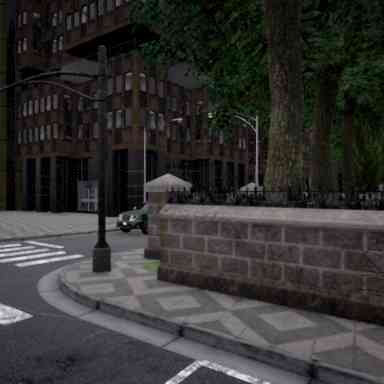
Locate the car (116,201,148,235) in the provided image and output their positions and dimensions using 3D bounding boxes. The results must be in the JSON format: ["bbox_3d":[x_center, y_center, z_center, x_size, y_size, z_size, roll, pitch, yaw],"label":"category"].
[{"bbox_3d":[-2.395,1.577,22.018,2.150,2.045,5.566,0,-1,35],"label":"car"}]
